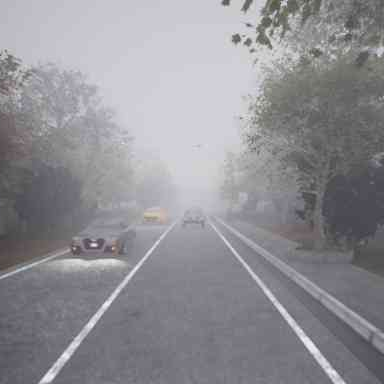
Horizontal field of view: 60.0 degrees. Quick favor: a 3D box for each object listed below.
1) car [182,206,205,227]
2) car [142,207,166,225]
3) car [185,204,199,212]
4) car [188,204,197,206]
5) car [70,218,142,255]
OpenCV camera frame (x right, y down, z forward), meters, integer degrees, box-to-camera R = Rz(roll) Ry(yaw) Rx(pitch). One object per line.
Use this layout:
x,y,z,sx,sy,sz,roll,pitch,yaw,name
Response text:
0.133,2.172,28.437,2.033,1.411,5.357,0,-2,0,car
-3.479,2.170,30.960,1.882,1.535,5.008,0,-2,0,car
0.054,3.168,67.441,1.837,1.490,4.892,1,-1,12,car
0.546,2.695,45.470,1.895,1.301,4.718,0,-2,3,car
-3.574,1.800,14.123,1.994,1.385,4.181,0,-2,0,car
